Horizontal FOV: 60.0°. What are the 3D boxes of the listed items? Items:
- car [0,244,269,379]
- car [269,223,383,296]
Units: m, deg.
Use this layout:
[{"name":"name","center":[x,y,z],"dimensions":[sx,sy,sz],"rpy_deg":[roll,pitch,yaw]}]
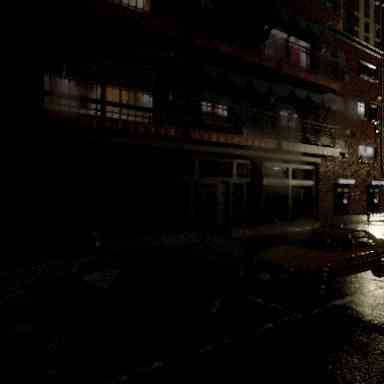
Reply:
[{"name":"car","center":[-0.900,1.581,5.453],"dimensions":[4.206,1.307,1.802],"rpy_deg":[0,0,-36]},{"name":"car","center":[3.553,1.520,8.630],"dimensions":[4.829,1.417,1.752],"rpy_deg":[0,0,-36]}]
